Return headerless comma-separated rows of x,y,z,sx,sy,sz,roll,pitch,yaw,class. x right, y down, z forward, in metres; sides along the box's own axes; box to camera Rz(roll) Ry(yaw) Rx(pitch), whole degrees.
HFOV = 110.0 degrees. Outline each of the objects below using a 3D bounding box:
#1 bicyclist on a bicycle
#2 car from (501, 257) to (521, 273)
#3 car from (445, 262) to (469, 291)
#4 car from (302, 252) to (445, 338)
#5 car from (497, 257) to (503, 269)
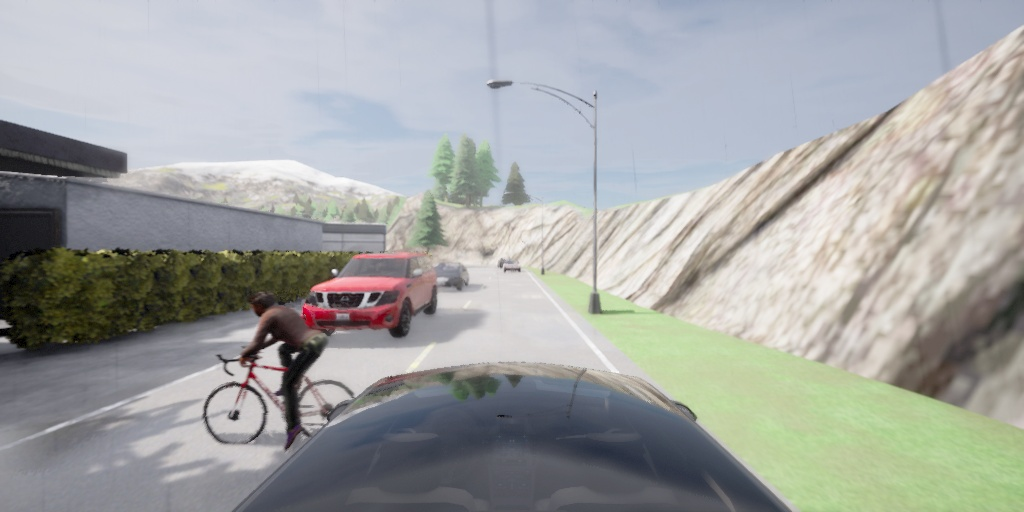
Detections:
-2.441,1.191,3.767,1.656,1.620,0.582,-2,0,0,bicyclist on a bicycle
-0.007,1.096,39.024,1.895,1.301,4.718,0,0,-1,car
-3.607,1.111,20.840,2.128,1.511,4.902,0,0,0,car
-3.608,0.912,10.352,2.150,2.045,5.566,0,0,0,car
-0.912,0.917,49.136,2.128,1.511,4.902,0,0,-8,car
